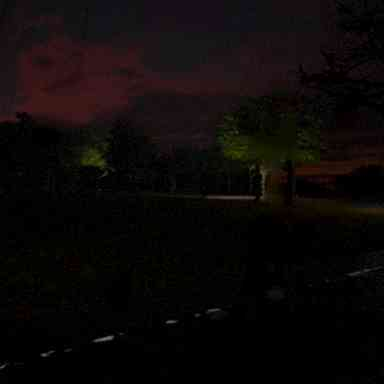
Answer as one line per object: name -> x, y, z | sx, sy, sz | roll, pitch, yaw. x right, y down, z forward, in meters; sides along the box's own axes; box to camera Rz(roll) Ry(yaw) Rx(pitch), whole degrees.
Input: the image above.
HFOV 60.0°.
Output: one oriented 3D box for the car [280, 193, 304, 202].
car -> 19.634, 1.041, 65.194 | 2.097, 1.767, 4.553 | 0, 2, -35
